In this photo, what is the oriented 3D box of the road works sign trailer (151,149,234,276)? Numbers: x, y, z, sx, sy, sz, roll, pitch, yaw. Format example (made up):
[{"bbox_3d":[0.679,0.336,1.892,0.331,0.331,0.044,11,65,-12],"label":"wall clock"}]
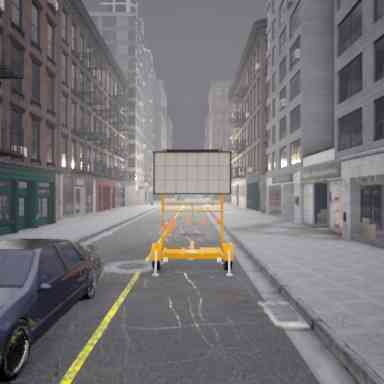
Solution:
[{"bbox_3d":[0.014,0.477,10.382,2.380,3.560,2.880,0,0,0],"label":"road works sign trailer"}]

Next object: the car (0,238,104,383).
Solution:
[{"bbox_3d":[-2.996,1.555,5.688,2.033,1.411,5.357,0,0,0],"label":"car"}]

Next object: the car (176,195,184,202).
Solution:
[{"bbox_3d":[-2.949,1.556,81.647,1.837,1.490,4.892,0,0,0],"label":"car"}]
